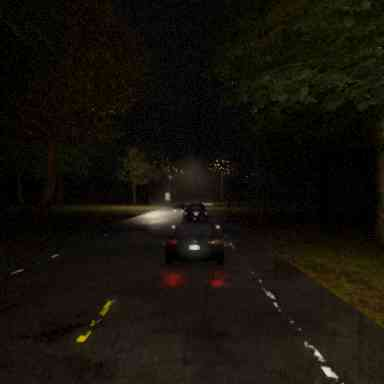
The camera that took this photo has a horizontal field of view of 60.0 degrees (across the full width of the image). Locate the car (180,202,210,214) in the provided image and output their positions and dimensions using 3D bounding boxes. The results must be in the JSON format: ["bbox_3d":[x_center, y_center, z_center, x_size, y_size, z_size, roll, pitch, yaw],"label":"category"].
[{"bbox_3d":[0.378,1.723,27.275,2.097,1.767,4.553,0,-1,2],"label":"car"}]

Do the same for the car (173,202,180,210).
[{"bbox_3d":[-2.256,2.354,57.641,2.033,1.411,5.357,0,-1,3],"label":"car"}]

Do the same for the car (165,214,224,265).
[{"bbox_3d":[0.126,1.732,12.415,1.994,1.385,4.181,0,-1,1],"label":"car"}]
